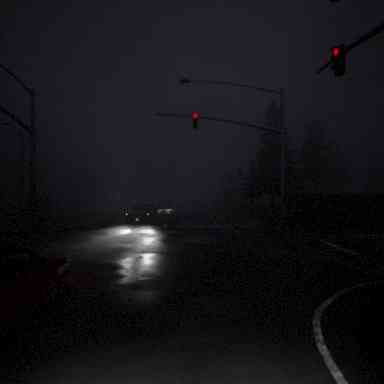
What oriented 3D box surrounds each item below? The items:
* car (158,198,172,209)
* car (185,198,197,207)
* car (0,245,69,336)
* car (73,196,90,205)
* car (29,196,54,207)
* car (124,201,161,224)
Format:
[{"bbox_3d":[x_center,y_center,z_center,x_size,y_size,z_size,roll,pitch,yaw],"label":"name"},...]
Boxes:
[{"bbox_3d":[-3.699,1.520,44.798,2.033,1.411,5.357,0,0,0],"label":"car"},{"bbox_3d":[-0.130,1.570,51.278,1.895,1.301,4.718,0,0,0],"label":"car"},{"bbox_3d":[-3.612,1.598,5.048,1.895,1.301,4.718,0,0,0],"label":"car"},{"bbox_3d":[-17.591,1.341,53.056,1.845,1.501,3.633,0,0,0],"label":"car"},{"bbox_3d":[-20.625,1.356,45.657,1.970,1.475,3.806,0,0,0],"label":"car"},{"bbox_3d":[-3.697,1.586,24.862,1.895,1.301,4.718,0,0,1],"label":"car"}]
